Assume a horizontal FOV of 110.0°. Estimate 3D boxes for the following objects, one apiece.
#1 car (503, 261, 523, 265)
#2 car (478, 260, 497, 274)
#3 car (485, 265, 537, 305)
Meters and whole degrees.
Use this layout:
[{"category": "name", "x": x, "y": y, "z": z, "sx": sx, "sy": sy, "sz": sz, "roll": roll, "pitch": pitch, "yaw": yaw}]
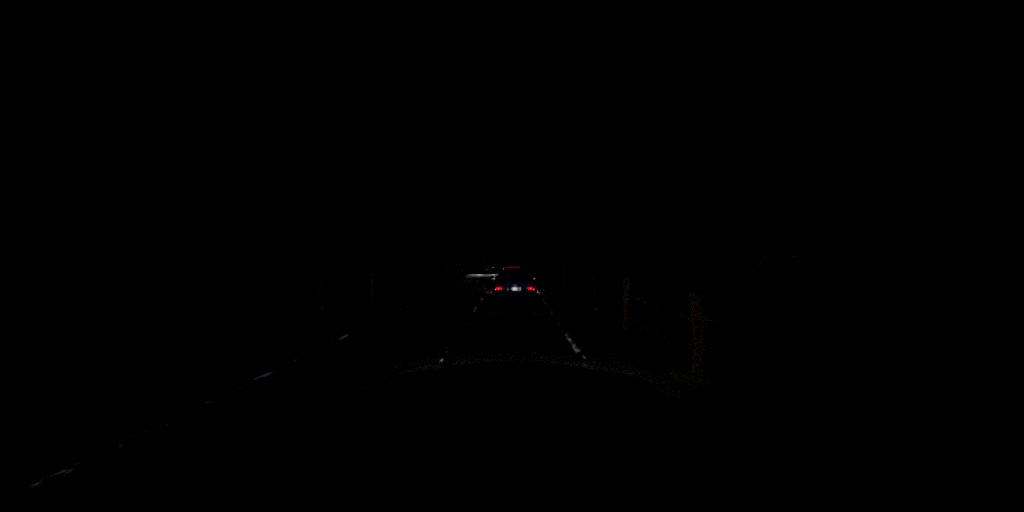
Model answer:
[{"category": "car", "x": 0.101, "y": 1.215, "z": 35.965, "sx": 1.837, "sy": 1.490, "sz": 4.892, "roll": 0, "pitch": 0, "yaw": 0}, {"category": "car", "x": -2.748, "y": 1.214, "z": 40.739, "sx": 1.837, "sy": 1.490, "sz": 4.892, "roll": 0, "pitch": 0, "yaw": 0}, {"category": "car", "x": 0.103, "y": 1.279, "z": 15.904, "sx": 2.033, "sy": 1.411, "sz": 5.357, "roll": 0, "pitch": 0, "yaw": 0}]
